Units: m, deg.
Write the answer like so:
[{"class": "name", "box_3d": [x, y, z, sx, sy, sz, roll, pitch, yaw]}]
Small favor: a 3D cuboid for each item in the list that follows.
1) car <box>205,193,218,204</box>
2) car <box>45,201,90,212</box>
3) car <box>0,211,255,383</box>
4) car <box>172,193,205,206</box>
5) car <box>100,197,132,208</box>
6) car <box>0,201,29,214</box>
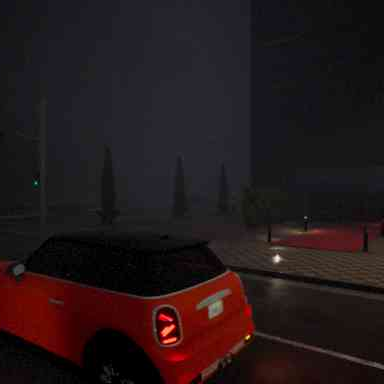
[{"class": "car", "box_3d": [2.501, 1.493, 63.058, 2.128, 1.511, 4.902, 0, 0, 36]}, {"class": "car", "box_3d": [-13.323, 1.600, 35.381, 1.895, 1.301, 4.718, 0, 0, 36]}, {"class": "car", "box_3d": [-1.457, 1.353, 5.033, 4.553, 1.767, 2.097, 0, 0, 36]}, {"class": "car", "box_3d": [-0.799, 1.220, 52.660, 2.150, 2.045, 5.566, 0, 0, 36]}, {"class": "car", "box_3d": [-10.352, 1.491, 45.454, 2.128, 1.511, 4.902, 0, 0, 36]}, {"class": "car", "box_3d": [-19.107, 1.601, 33.357, 1.895, 1.301, 4.718, 0, 0, 36]}]
